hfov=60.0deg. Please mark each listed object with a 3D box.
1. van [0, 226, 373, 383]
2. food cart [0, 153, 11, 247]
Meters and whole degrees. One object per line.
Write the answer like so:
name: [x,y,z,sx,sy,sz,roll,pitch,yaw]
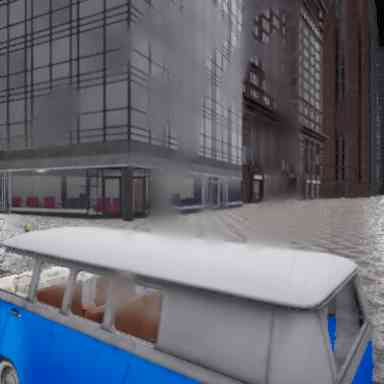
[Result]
van: [-0.455,1.318,3.184,3.998,1.788,1.690,1,0,36]
food cart: [-9.561,0.310,13.292,4.660,3.560,2.280,0,1,36]
